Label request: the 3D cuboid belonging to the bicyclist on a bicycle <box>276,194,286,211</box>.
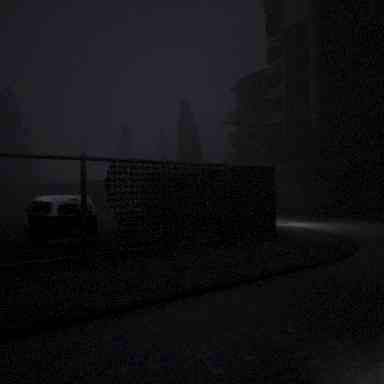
[{"bbox_3d":[8.587,1.036,32.181,1.656,1.620,0.582,-1,1,-35],"label":"bicyclist on a bicycle"}]
